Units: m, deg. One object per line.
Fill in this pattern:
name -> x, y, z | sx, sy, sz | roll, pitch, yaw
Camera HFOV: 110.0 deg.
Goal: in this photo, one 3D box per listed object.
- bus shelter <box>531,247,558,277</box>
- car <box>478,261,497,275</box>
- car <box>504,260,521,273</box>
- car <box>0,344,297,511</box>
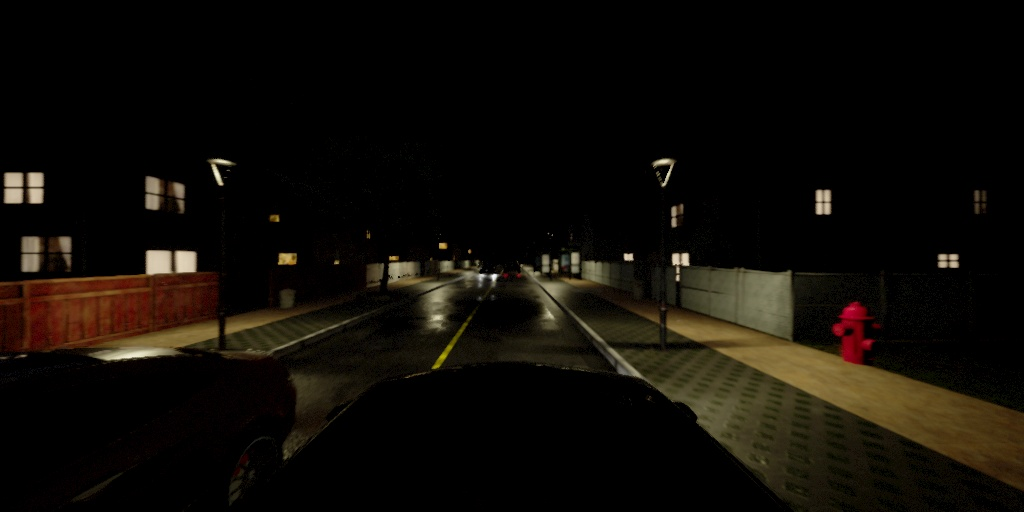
bus shelter -> 3.028, 0.726, 34.920 | 1.920, 2.740, 3.880 | 0, 0, 0
car -> -2.809, 1.395, 42.509 | 1.837, 1.490, 4.892 | 0, -1, 0
car -> 0.058, 1.270, 47.234 | 2.097, 1.767, 4.553 | 0, 0, 1
car -> -2.842, 1.276, 1.440 | 1.812, 1.442, 4.674 | 0, 0, 0
